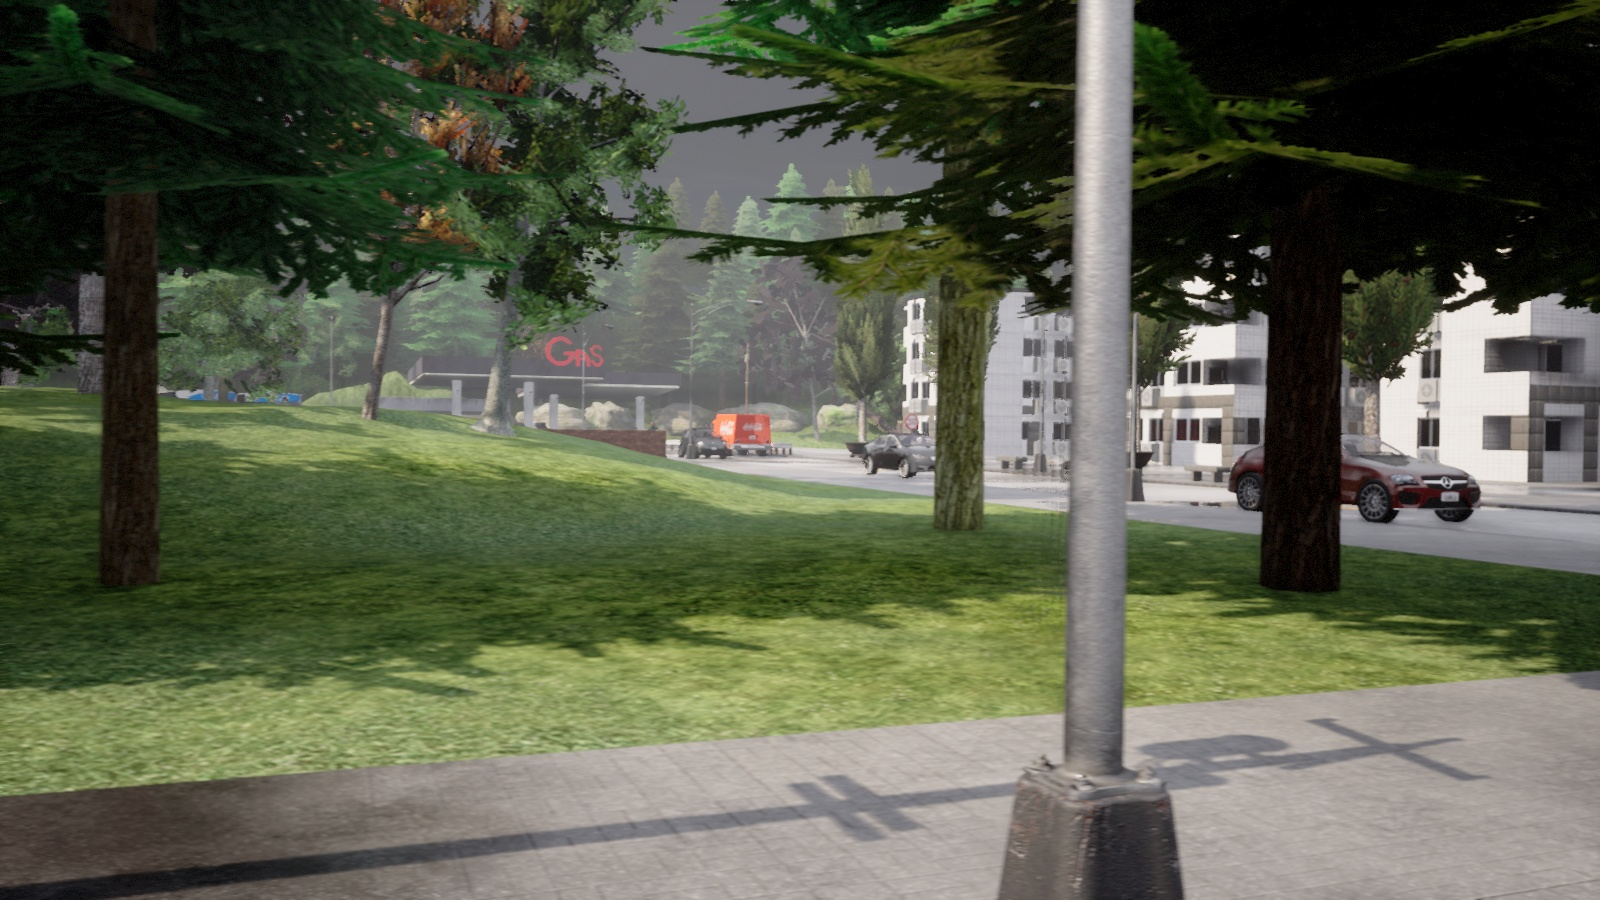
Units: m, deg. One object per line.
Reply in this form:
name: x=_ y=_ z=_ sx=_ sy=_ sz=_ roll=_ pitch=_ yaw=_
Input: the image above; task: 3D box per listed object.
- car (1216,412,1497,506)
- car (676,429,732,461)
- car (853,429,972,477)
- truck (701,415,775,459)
car: x=10.770 y=0.107 z=24.803 sx=2.152 sy=1.651 sz=5.027 roll=-1 pitch=1 yaw=-21
car: x=-5.134 y=-0.282 z=66.705 sx=1.851 sy=1.617 sz=3.988 roll=-1 pitch=1 yaw=-21
car: x=3.789 y=0.062 z=43.178 sx=2.128 sy=1.511 sz=4.902 roll=-1 pitch=1 yaw=-21
truck: x=-3.718 y=-0.788 z=73.820 sx=2.627 sy=2.467 sz=5.204 roll=0 pitch=1 yaw=-24
